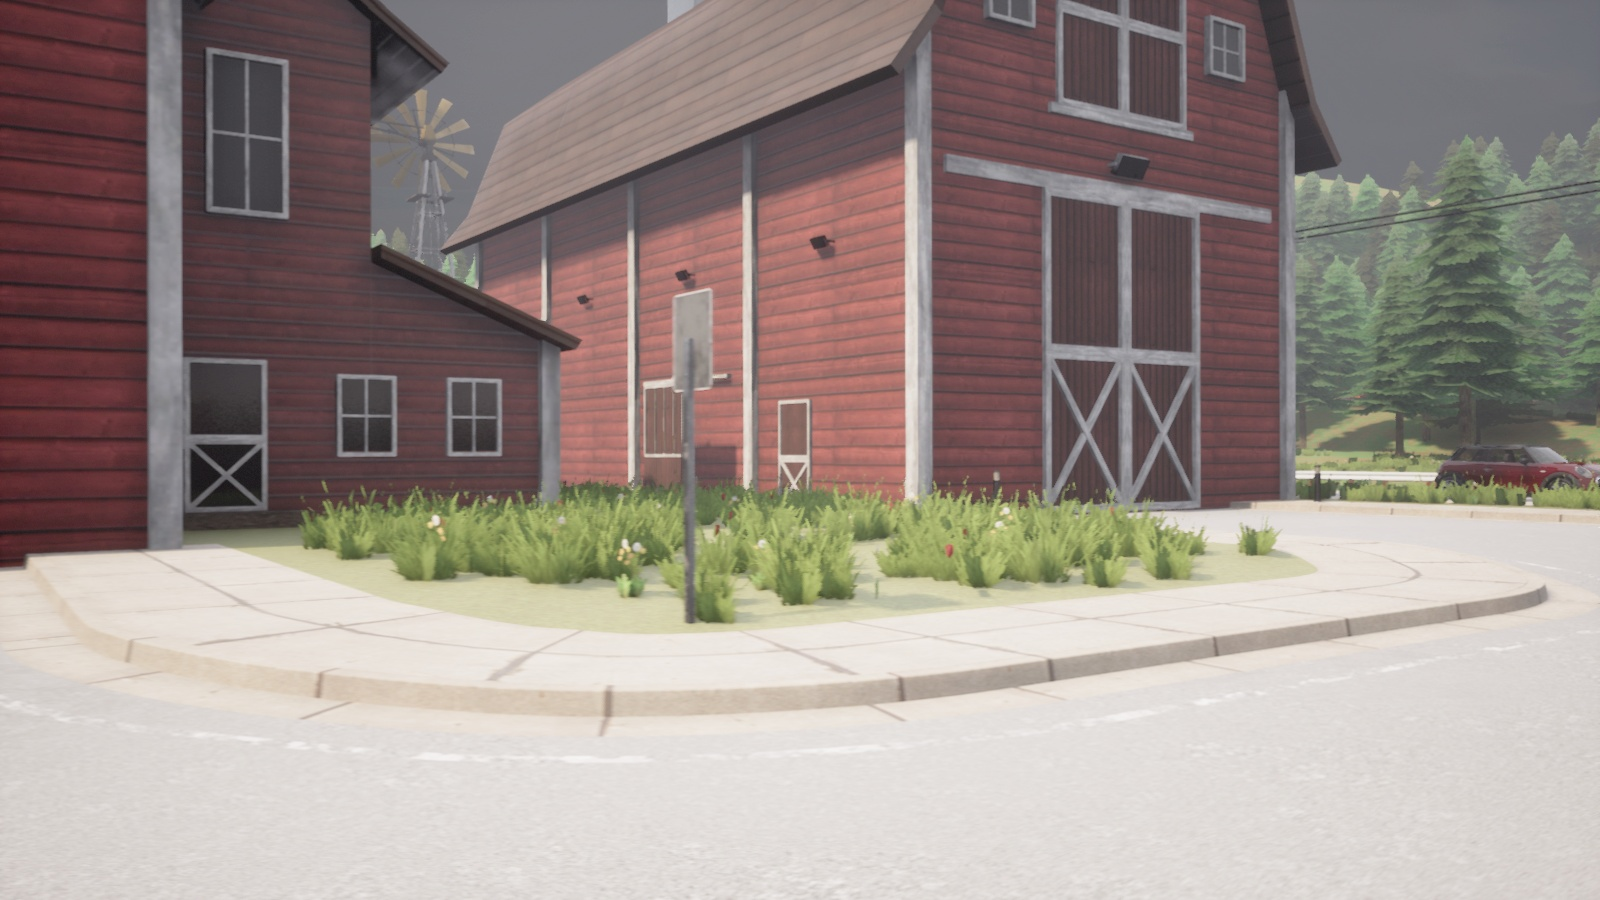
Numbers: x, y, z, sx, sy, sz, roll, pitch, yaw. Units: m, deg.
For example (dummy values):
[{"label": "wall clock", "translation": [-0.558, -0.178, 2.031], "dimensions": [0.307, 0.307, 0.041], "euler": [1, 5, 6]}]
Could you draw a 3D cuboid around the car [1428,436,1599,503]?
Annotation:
[{"label": "car", "translation": [20.539, 0.521, 35.478], "dimensions": [2.097, 1.767, 4.553], "euler": [0, 0, -34]}]
